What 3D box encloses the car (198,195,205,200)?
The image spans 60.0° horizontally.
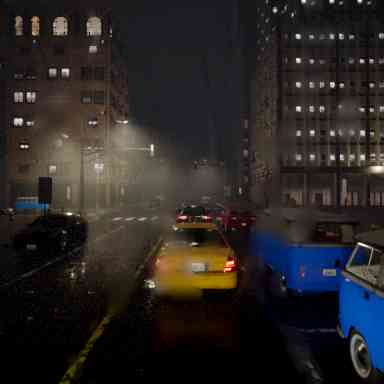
[{"bbox_3d":[2.697,1.472,91.699,1.752,1.417,4.829,1,0,0],"label":"car"}]

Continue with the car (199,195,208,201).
[{"bbox_3d":[2.697,1.510,80.225,2.008,1.369,4.403,1,0,0],"label":"car"}]

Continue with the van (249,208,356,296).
[{"bbox_3d":[2.703,1.343,8.371,1.690,1.788,3.998,1,0,0],"label":"van"}]

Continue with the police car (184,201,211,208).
[{"bbox_3d":[0.103,1.505,19.451,2.038,1.542,4.974,0,0,0],"label":"police car"}]

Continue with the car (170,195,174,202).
[{"bbox_3d":[-5.683,1.516,74.575,2.008,1.369,4.403,1,0,0],"label":"car"}]

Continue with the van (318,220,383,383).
[{"bbox_3d":[2.703,1.342,2.795,1.690,1.788,3.998,1,0,0],"label":"van"}]

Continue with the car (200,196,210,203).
[{"bbox_3d":[2.698,1.517,68.923,1.887,1.381,4.507,1,0,0],"label":"car"}]

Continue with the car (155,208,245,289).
[{"bbox_3d":[0.097,1.458,9.131,1.801,1.575,5.366,0,0,0],"label":"car"}]

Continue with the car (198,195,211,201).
[{"bbox_3d":[2.698,1.529,63.271,2.008,1.369,4.403,1,0,0],"label":"car"}]

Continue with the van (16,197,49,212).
[{"bbox_3d":[-19.737,1.524,40.838,3.998,1.788,1.690,0,0,1],"label":"van"}]

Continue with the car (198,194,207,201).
[{"bbox_3d":[2.698,1.393,85.878,1.967,1.590,4.097,1,0,0],"label":"car"}]

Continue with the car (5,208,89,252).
[{"bbox_3d":[-5.681,1.567,13.954,1.947,1.339,4.313,1,0,0],"label":"car"}]

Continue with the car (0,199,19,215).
[{"bbox_3d":[-19.845,1.620,32.456,4.403,1.369,2.008,0,0,1],"label":"car"}]

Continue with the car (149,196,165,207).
[{"bbox_3d":[-5.683,1.572,51.969,1.802,1.307,4.206,1,0,0],"label":"car"}]

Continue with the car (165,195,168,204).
[{"bbox_3d":[-5.680,1.424,57.621,1.967,1.590,4.097,1,0,0],"label":"car"}]

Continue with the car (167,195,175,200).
[{"bbox_3d":[-5.684,1.472,91.360,1.752,1.417,4.829,1,0,0],"label":"car"}]

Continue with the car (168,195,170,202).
[{"bbox_3d":[-5.683,1.560,63.272,1.802,1.307,4.206,1,0,0],"label":"car"}]

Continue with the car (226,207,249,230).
[{"bbox_3d":[2.700,1.545,19.525,1.887,1.381,4.507,1,0,0],"label":"car"}]
